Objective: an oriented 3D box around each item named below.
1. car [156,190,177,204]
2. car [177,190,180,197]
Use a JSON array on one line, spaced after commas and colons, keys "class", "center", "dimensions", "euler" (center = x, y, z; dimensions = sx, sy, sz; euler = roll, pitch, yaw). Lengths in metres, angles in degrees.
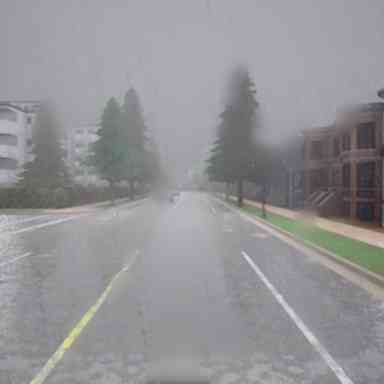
[{"class": "car", "center": [-3.492, 0.565, 43.112], "dimensions": [2.097, 1.767, 4.553], "euler": [0, 1, 0]}, {"class": "car", "center": [-3.487, 0.271, 69.112], "dimensions": [2.033, 1.411, 5.357], "euler": [0, 1, 0]}]
